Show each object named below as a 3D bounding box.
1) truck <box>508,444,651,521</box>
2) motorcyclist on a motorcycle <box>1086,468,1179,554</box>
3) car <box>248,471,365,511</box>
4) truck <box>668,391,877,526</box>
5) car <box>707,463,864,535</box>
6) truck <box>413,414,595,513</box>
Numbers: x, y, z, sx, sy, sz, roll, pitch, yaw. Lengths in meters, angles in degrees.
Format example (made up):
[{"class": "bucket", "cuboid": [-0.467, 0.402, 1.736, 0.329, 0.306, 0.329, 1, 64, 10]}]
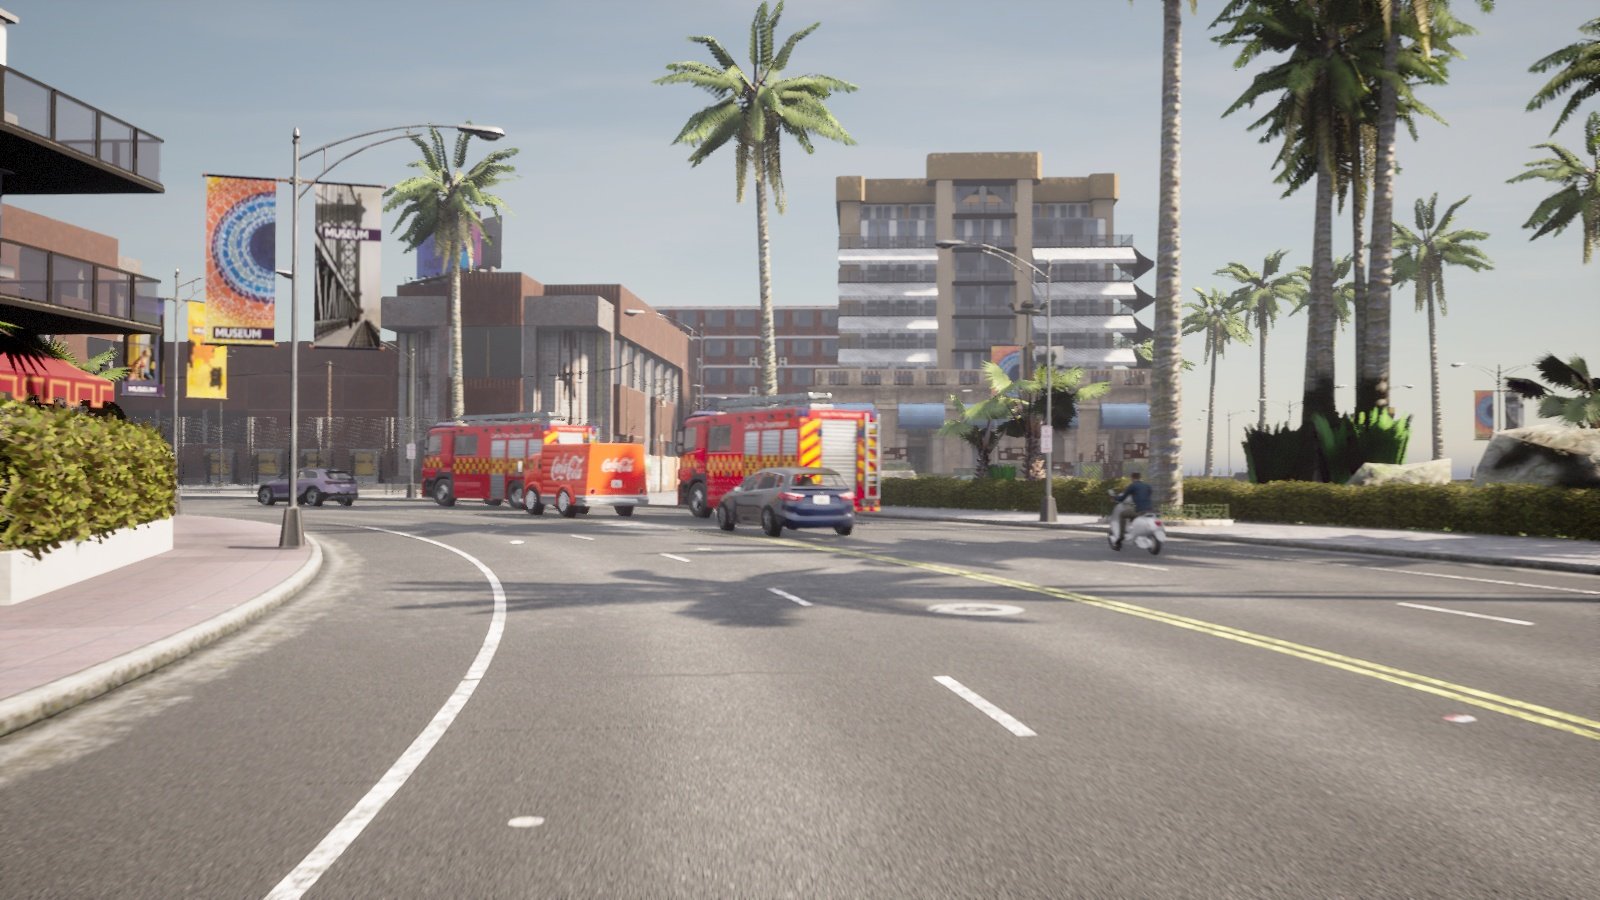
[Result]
[{"class": "truck", "cuboid": [-7.634, 1.082, 43.027, 2.627, 2.467, 5.204, 1, -1, -39]}, {"class": "motorcyclist on a motorcycle", "cuboid": [6.394, 1.146, 24.250, 0.866, 1.590, 1.817, 0, -1, -18]}, {"class": "car", "cuboid": [-21.080, 1.737, 53.612, 4.856, 1.649, 2.033, -1, -1, 29]}, {"class": "truck", "cuboid": [-1.120, 0.326, 40.107, 2.891, 3.827, 8.468, 0, -1, -30]}, {"class": "car", "cuboid": [-0.464, 1.192, 31.727, 2.242, 1.667, 4.611, 0, -1, -25]}, {"class": "truck", "cuboid": [-12.462, 0.583, 52.384, 8.468, 3.827, 2.891, -1, -1, 40]}]
